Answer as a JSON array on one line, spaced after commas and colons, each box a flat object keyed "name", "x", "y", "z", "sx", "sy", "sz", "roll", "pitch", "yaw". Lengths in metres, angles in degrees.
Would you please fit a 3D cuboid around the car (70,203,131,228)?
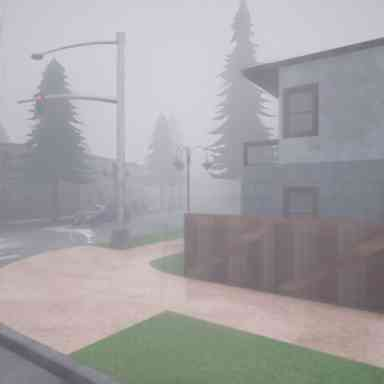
[{"name": "car", "x": -6.048, "y": 1.522, "z": 22.636, "sx": 1.812, "sy": 1.442, "sz": 4.674, "roll": 0, "pitch": 0, "yaw": 28}]
